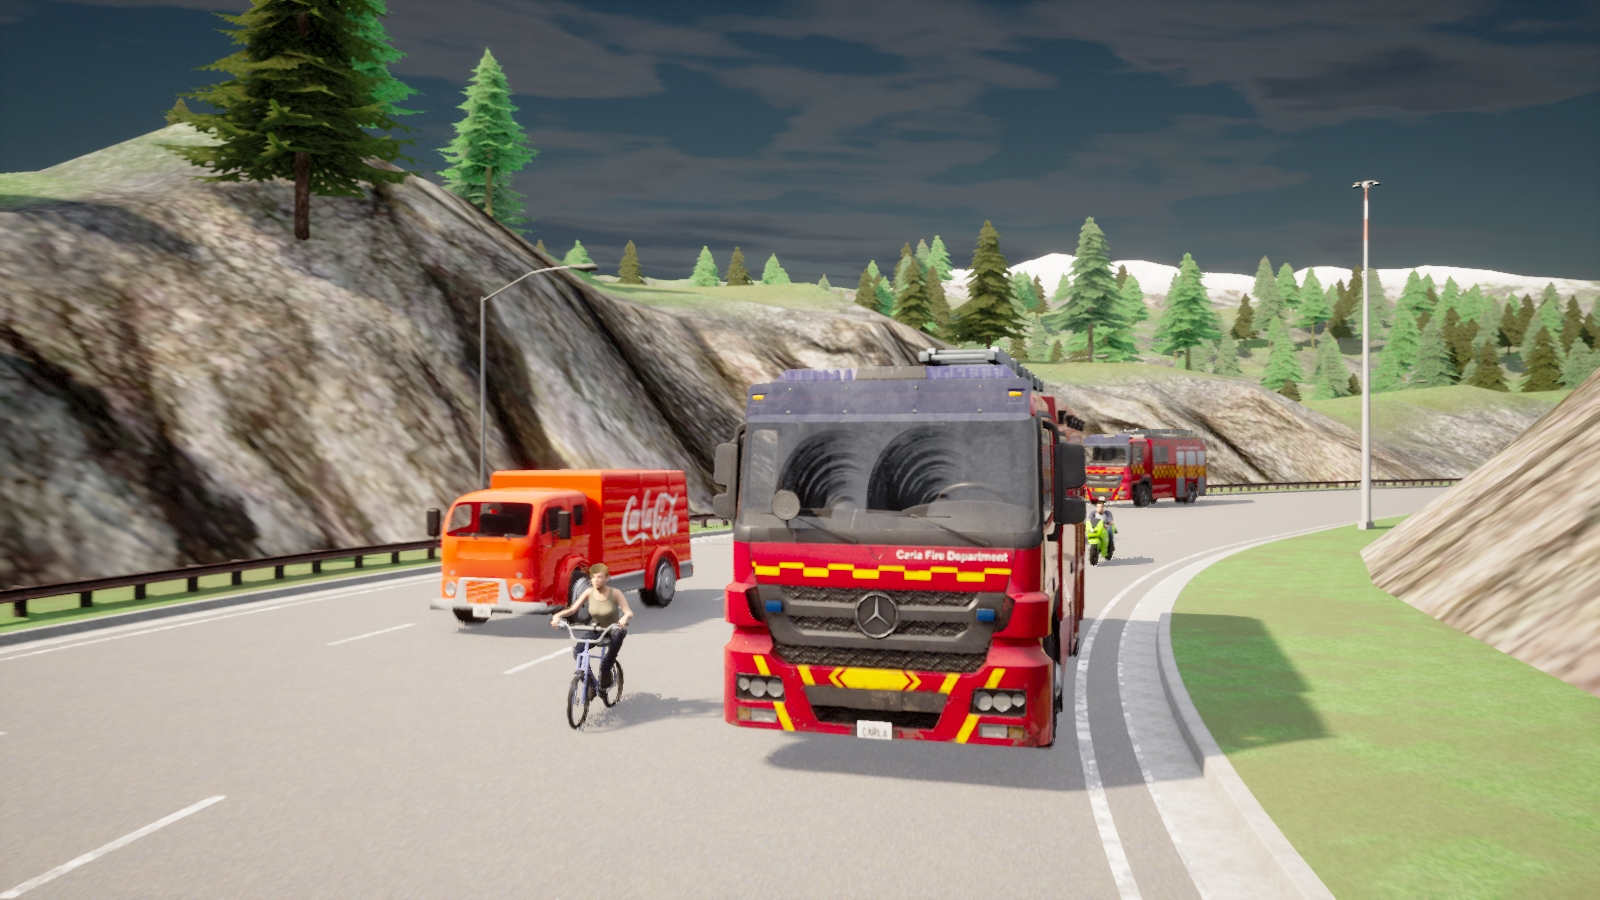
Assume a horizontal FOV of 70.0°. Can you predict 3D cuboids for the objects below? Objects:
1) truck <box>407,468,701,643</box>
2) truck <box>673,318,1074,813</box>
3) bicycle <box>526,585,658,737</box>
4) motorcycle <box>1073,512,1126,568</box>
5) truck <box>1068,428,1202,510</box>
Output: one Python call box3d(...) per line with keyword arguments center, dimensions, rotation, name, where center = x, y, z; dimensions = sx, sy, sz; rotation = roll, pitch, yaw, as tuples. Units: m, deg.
box3d(center=(-3.925, 1.569, 19.454), dimensions=(2.627, 2.467, 5.204), rotation=(0, 0, 18), name="truck")
box3d(center=(1.495, 0.890, 13.306), dimensions=(2.891, 3.827, 8.468), rotation=(0, 0, 16), name="truck")
box3d(center=(-2.136, 2.157, 11.963), dimensions=(0.859, 1.277, 1.487), rotation=(1, 0, 12), name="bicycle")
box3d(center=(7.380, 2.186, 28.097), dimensions=(0.803, 1.199, 2.033), rotation=(0, 1, 29), name="motorcycle")
box3d(center=(17.088, 0.892, 57.844), dimensions=(2.891, 3.827, 8.468), rotation=(0, 0, 44), name="truck")
